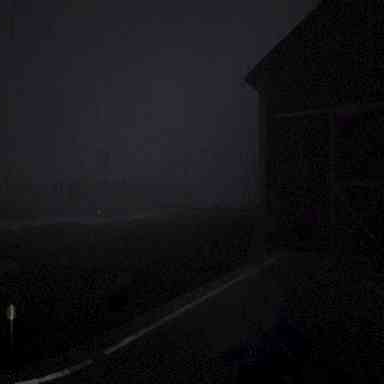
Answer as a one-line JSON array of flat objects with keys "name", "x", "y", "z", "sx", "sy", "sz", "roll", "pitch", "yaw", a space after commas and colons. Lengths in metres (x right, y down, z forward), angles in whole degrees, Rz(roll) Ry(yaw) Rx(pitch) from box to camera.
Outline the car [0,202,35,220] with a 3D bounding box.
[{"name": "car", "x": -14.258, "y": 1.516, "z": 24.865, "sx": 2.128, "sy": 1.511, "sz": 4.902, "roll": 0, "pitch": 0, "yaw": 30}]

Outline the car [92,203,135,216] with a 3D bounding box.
[{"name": "car", "x": -7.120, "y": 1.731, "z": 30.652, "sx": 1.994, "sy": 1.385, "sz": 4.181, "roll": 0, "pitch": 0, "yaw": 30}]
